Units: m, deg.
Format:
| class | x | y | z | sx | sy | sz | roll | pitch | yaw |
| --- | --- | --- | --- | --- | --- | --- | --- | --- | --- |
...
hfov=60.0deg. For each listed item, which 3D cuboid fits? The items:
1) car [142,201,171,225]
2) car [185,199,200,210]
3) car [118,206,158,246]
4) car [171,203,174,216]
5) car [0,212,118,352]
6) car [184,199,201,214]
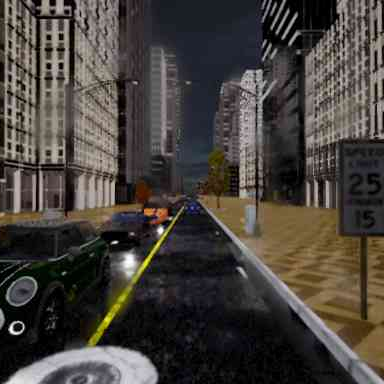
| class | x | y | z | sx | sy | sz | roll | pitch | yaw |
| --- | --- | --- | --- | --- | --- | --- | --- | --- | --- |
| car | -2.985 | 1.486 | 25.293 | 2.097 | 1.767 | 4.553 | 0 | 0 | 0 |
| car | 0.035 | 1.755 | 48.743 | 2.128 | 1.511 | 4.902 | 0 | 0 | 0 |
| car | -3.060 | 1.630 | 15.967 | 2.033 | 1.411 | 5.357 | 0 | 0 | 0 |
| car | -2.978 | 1.668 | 35.511 | 1.882 | 1.535 | 5.008 | 0 | 0 | 0 |
| car | -3.111 | 1.381 | 6.495 | 2.097 | 1.767 | 4.553 | 0 | 0 | 1 |
| car | 0.023 | 1.750 | 37.750 | 2.033 | 1.411 | 5.357 | 0 | 0 | 0 |
